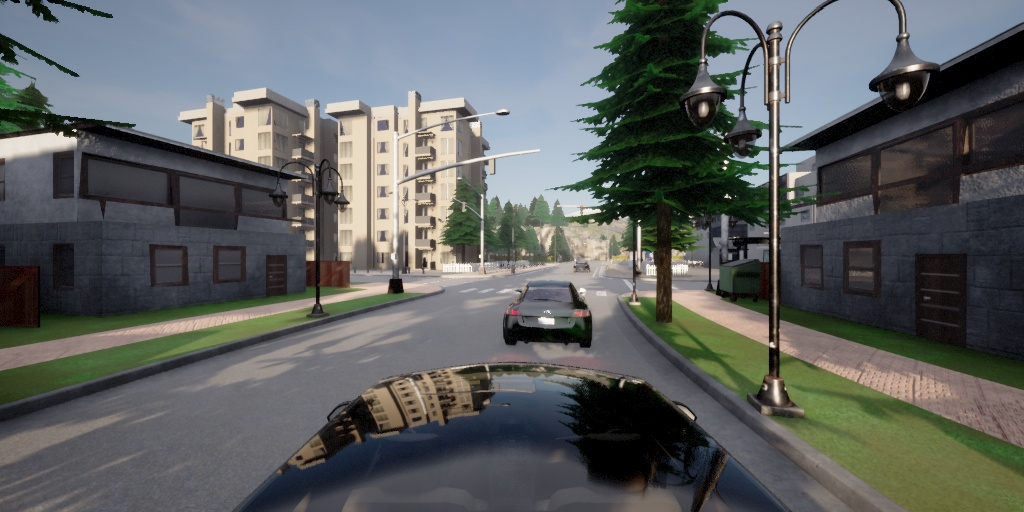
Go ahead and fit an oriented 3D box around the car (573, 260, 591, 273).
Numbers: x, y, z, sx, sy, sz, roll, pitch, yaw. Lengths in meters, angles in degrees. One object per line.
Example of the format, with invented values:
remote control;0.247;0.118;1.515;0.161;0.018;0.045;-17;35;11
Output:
car;8.753;1.276;44.911;2.128;1.511;4.902;0;0;14

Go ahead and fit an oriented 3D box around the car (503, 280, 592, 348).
car;0.999;1.314;9.370;1.994;1.385;4.181;0;0;8
